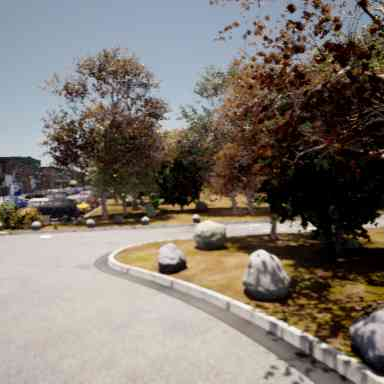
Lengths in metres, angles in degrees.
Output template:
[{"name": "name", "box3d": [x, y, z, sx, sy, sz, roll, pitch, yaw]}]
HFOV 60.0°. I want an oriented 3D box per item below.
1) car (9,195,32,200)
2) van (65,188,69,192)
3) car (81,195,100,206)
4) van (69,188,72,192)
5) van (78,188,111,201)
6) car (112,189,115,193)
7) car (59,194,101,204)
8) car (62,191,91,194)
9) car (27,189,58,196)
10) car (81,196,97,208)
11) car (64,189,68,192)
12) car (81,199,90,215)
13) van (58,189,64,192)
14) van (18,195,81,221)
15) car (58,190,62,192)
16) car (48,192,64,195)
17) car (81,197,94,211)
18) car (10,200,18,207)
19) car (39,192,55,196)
[{"name": "car", "box3d": [-23.317, 1.569, 43.948, 1.882, 1.535, 5.008, -1, 2, -9]}, {"name": "van", "box3d": [-34.633, 0.373, 84.669, 4.442, 1.987, 1.878, -1, 2, -9]}, {"name": "car", "box3d": [-14.311, 1.509, 40.874, 4.892, 1.521, 2.231, -1, 2, -9]}, {"name": "van", "box3d": [-34.843, 0.291, 87.472, 4.442, 1.987, 1.878, -1, 2, -9]}, {"name": "van", "box3d": [-16.809, 0.850, 57.328, 4.442, 1.987, 1.878, -1, 2, -9]}, {"name": "car", "box3d": [-20.401, 0.512, 79.239, 5.008, 1.535, 2.097, -1, 2, -9]}, {"name": "car", "box3d": [-14.735, 1.435, 43.615, 5.008, 1.535, 2.097, -1, 2, -9]}, {"name": "car", "box3d": [-15.148, 1.237, 46.356, 4.553, 1.767, 2.185, -1, 2, -9]}, {"name": "car", "box3d": [-32.345, 0.704, 70.841, 5.566, 2.045, 2.435, -1, 2, -9]}, {"name": "car", "box3d": [-13.841, 1.609, 38.141, 4.792, 1.488, 2.163, -1, 2, -9]}, {"name": "car", "box3d": [-34.079, 0.668, 81.922, 5.008, 1.535, 2.097, -1, 2, -9]}, {"name": "car", "box3d": [-12.969, 1.754, 32.660, 4.792, 1.488, 2.163, -1, 2, -9]}, {"name": "van", "box3d": [-33.522, 0.512, 79.167, 4.442, 1.987, 1.878, -1, 2, -9]}, {"name": "van", "box3d": [-12.682, 1.575, 29.892, 4.442, 1.987, 1.878, -1, 2, -9]}, {"name": "car", "box3d": [-33.190, 0.851, 76.389, 4.674, 1.452, 2.002, -1, 2, -9]}, {"name": "car", "box3d": [-21.581, 1.239, 54.885, 2.128, 1.511, 4.902, -1, 2, -9]}, {"name": "car", "box3d": [-13.618, 1.653, 35.367, 5.366, 1.575, 1.946, -1, 2, -9]}, {"name": "car", "box3d": [-17.855, 1.875, 31.313, 1.837, 1.490, 4.892, -1, 2, -9]}, {"name": "car", "box3d": [-26.069, 1.226, 61.806, 2.033, 1.411, 5.357, -1, 2, -9]}]
